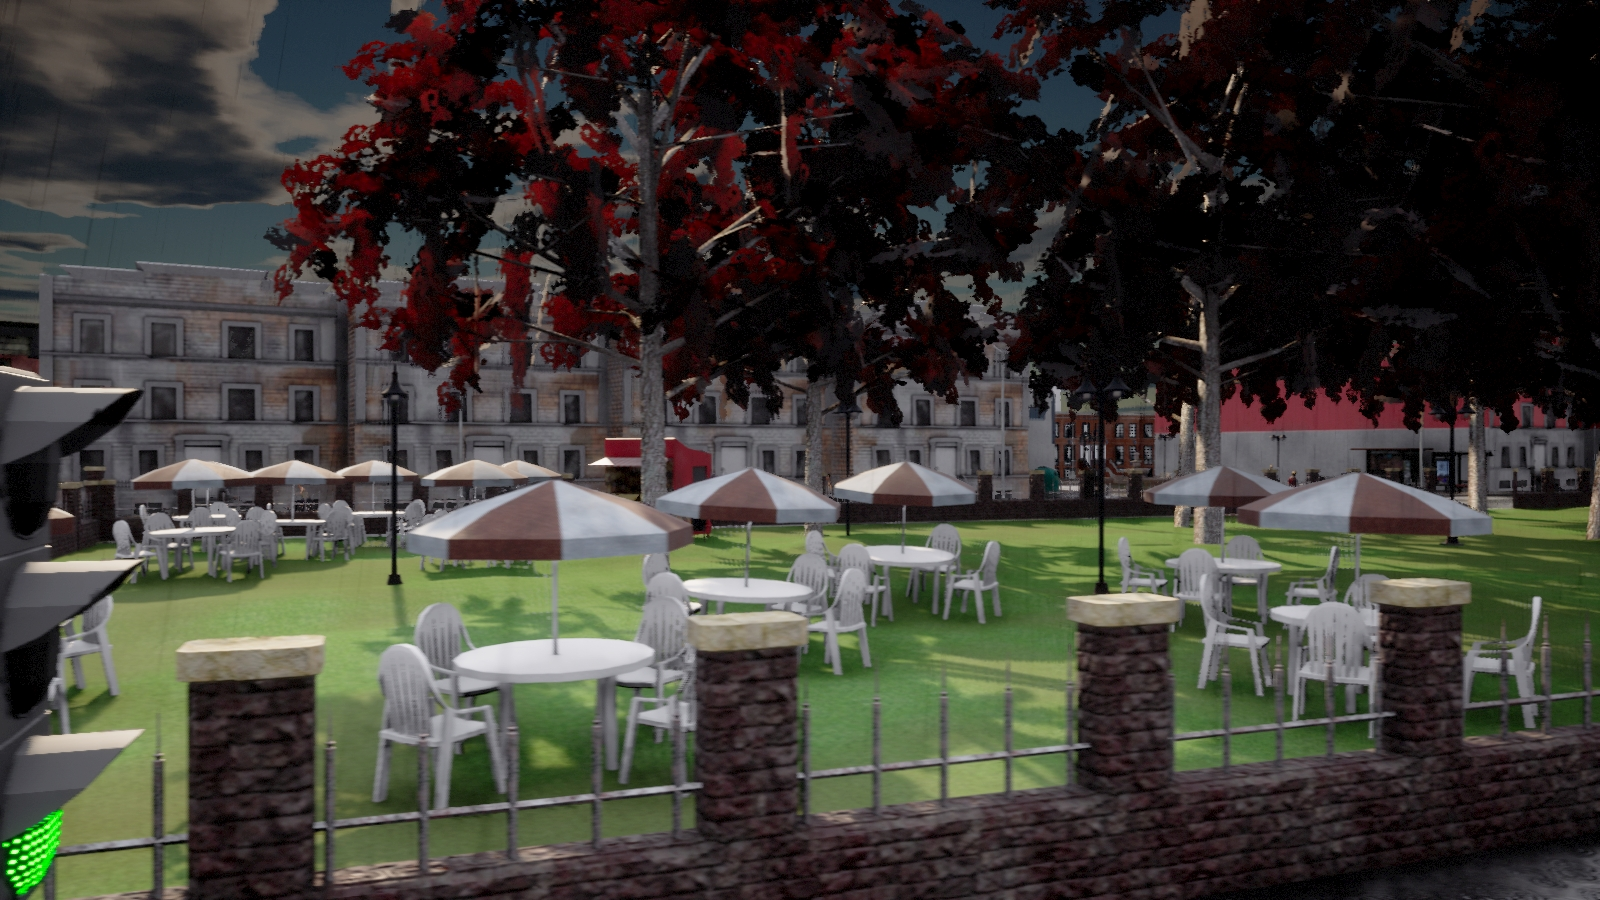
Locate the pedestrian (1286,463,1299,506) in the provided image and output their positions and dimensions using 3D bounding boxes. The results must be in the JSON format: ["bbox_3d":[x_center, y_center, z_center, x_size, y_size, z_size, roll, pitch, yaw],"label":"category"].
[{"bbox_3d":[21.840,1.526,50.622,0.375,1.860,0.375,0,0,-20],"label":"pedestrian"}]

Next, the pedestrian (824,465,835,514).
[{"bbox_3d":[1.140,1.523,43.980,0.375,1.860,0.375,0,0,-8],"label":"pedestrian"}]

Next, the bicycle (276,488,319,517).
[{"bbox_3d":[-19.695,2.036,44.806,1.487,1.080,0.859,0,0,-21],"label":"bicycle"}]
